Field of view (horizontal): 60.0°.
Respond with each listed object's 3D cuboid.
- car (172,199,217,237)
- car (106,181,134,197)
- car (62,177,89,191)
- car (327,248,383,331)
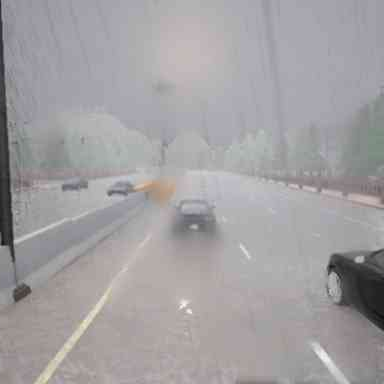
[{"bbox_3d":[0.101,1.034,14.776,1.812,1.442,4.674,0,3,0],"label":"car"},{"bbox_3d":[-7.002,-0.392,33.221,2.033,1.411,5.357,0,5,1],"label":"car"},{"bbox_3d":[-13.907,-0.993,39.878,1.882,1.535,5.008,0,5,0],"label":"car"},{"bbox_3d":[3.599,1.410,4.636,1.882,1.535,5.008,0,1,0],"label":"car"}]
